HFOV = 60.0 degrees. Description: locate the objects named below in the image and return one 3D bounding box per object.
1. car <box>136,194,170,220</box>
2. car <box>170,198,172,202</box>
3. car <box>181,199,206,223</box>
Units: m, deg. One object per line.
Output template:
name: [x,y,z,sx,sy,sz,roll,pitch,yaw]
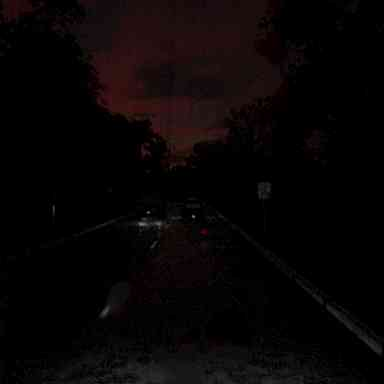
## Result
car: [-3.346,1.225,28.366,2.150,2.045,5.566,0,0,0]
car: [-6.128,1.435,70.361,2.128,1.511,4.902,3,-2,-42]
car: [0.103,1.530,25.791,1.812,1.442,4.674,0,0,0]
